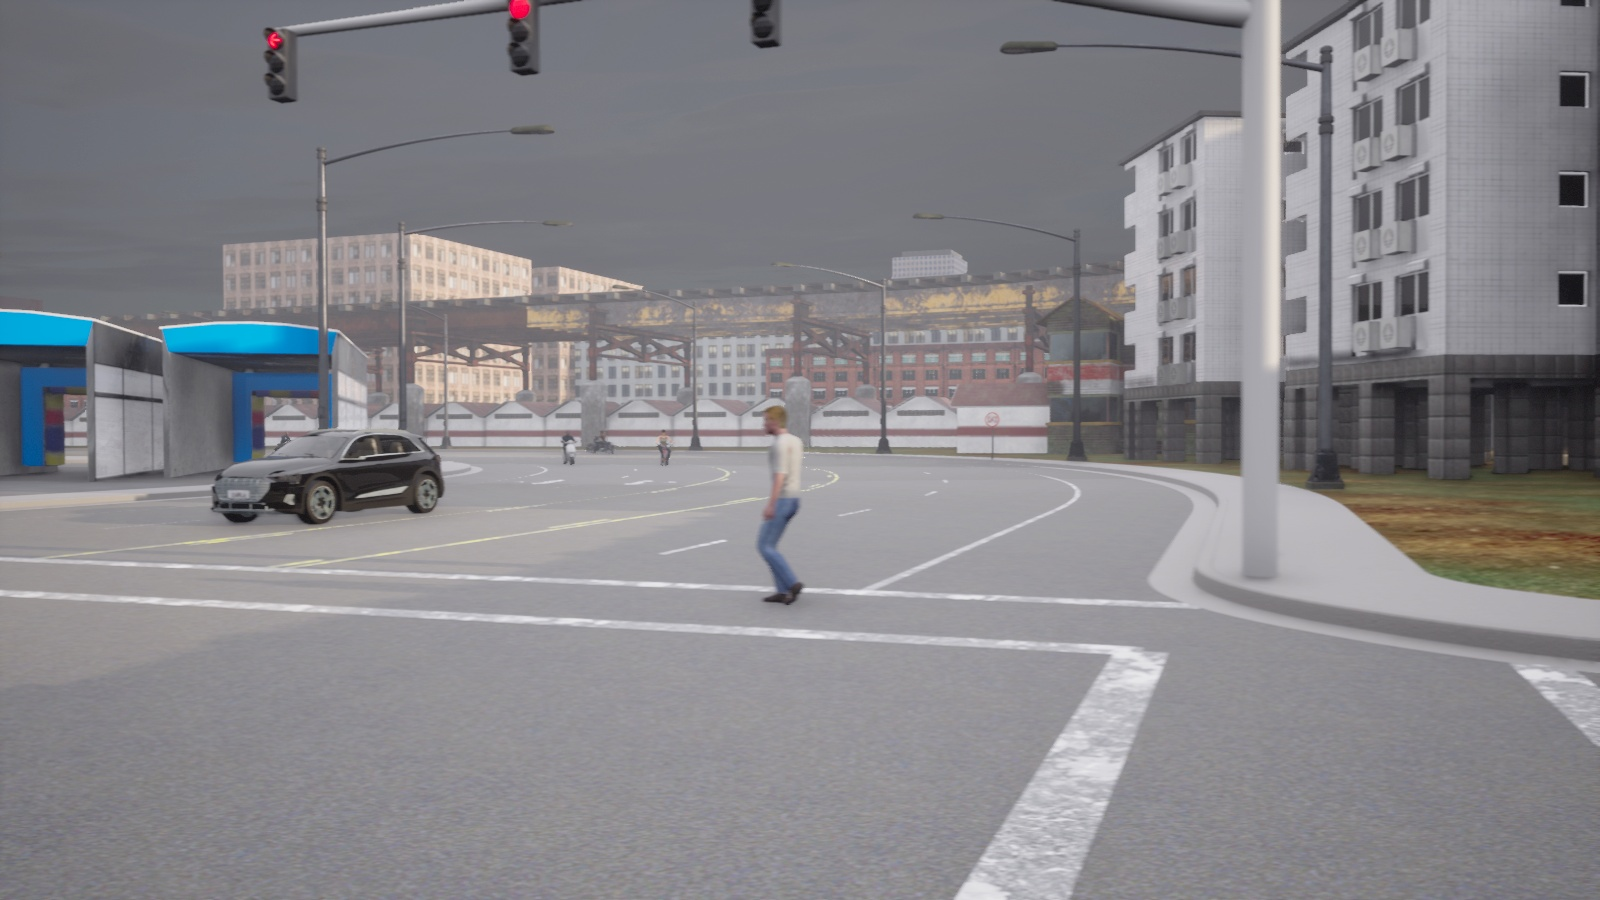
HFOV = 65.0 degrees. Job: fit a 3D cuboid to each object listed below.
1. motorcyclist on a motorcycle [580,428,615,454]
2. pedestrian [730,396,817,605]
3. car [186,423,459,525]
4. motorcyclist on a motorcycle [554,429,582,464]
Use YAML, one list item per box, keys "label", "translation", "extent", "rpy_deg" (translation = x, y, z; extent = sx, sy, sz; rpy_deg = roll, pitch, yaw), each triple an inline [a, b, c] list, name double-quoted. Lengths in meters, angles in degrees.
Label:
- label: "motorcyclist on a motorcycle"
  translation: [-13.347, -0.597, 82.576]
  extent: [2.350, 1.649, 0.766]
  rpy_deg: [1, 3, 35]
- label: "pedestrian"
  translation: [-0.235, 0.438, 11.258]
  extent: [0.706, 1.836, 0.354]
  rpy_deg: [0, 1, 16]
- label: "car"
  translation: [-8.555, 0.354, 23.074]
  extent: [2.033, 1.649, 4.856]
  rpy_deg: [1, 1, 20]
- label: "motorcyclist on a motorcycle"
  translation: [-10.599, -0.178, 57.245]
  extent: [0.866, 1.590, 1.817]
  rpy_deg: [-1, 1, -23]
